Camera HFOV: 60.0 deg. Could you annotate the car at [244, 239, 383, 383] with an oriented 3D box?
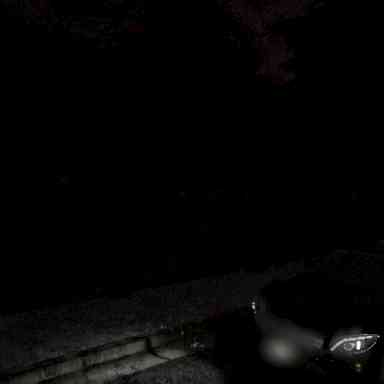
[{"bbox_3d":[2.907,1.525,5.133,4.674,1.442,1.812,0,0,-35],"label":"car"}]
